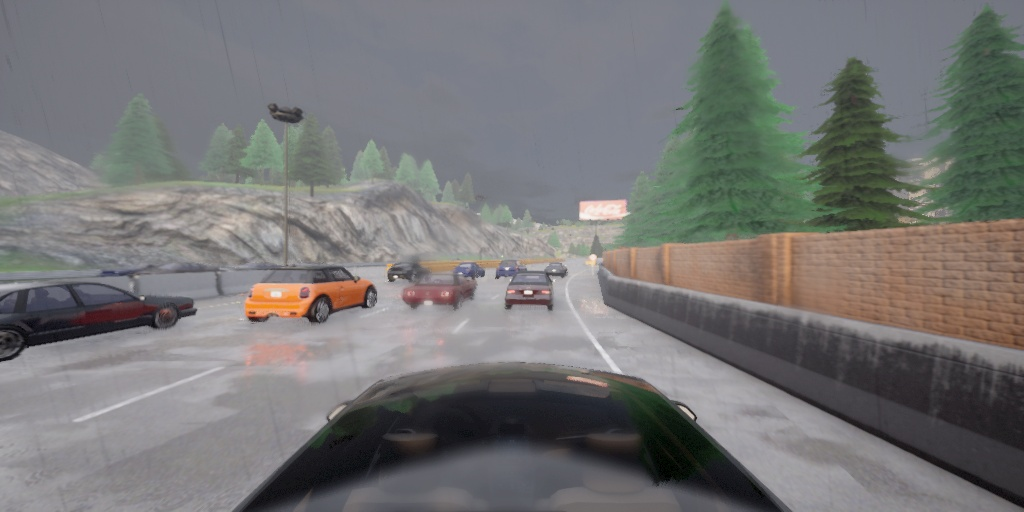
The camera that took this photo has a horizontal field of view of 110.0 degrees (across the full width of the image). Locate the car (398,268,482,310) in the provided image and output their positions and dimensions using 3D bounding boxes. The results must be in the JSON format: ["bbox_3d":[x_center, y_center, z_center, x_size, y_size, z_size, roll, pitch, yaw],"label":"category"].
[{"bbox_3d":[-2.700,1.346,14.643,1.895,1.301,4.718,0,0,5],"label":"car"}]

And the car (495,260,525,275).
[{"bbox_3d":[0.013,1.108,31.971,2.097,1.767,4.553,0,0,12],"label":"car"}]

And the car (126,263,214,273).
[{"bbox_3d":[-25.871,1.227,28.012,2.033,1.411,5.357,0,0,9],"label":"car"}]

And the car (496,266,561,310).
[{"bbox_3d":[0.811,1.302,14.849,2.033,1.411,5.357,0,0,6],"label":"car"}]

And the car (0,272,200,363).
[{"bbox_3d":[-10.191,1.269,7.966,2.033,1.411,5.357,0,0,3],"label":"car"}]

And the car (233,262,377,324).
[{"bbox_3d":[-6.391,1.085,12.061,2.097,1.767,4.553,0,0,4],"label":"car"}]

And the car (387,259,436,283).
[{"bbox_3d":[-7.902,1.237,27.976,1.837,1.490,4.892,0,0,10],"label":"car"}]

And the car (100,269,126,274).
[{"bbox_3d":[-29.321,1.270,28.485,1.895,1.301,4.718,0,0,9],"label":"car"}]

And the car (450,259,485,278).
[{"bbox_3d":[-3.719,1.271,31.302,1.812,1.442,4.674,0,0,11],"label":"car"}]

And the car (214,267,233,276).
[{"bbox_3d":[-21.866,1.239,30.740,2.033,1.411,5.357,0,0,10],"label":"car"}]

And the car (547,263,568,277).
[{"bbox_3d":[4.367,1.334,35.269,1.994,1.385,4.181,0,0,14],"label":"car"}]

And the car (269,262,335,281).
[{"bbox_3d":[-18.178,1.250,31.422,2.033,1.411,5.357,0,0,11],"label":"car"}]
